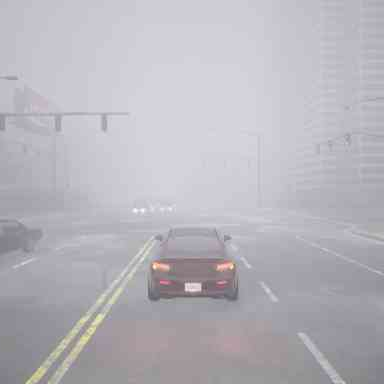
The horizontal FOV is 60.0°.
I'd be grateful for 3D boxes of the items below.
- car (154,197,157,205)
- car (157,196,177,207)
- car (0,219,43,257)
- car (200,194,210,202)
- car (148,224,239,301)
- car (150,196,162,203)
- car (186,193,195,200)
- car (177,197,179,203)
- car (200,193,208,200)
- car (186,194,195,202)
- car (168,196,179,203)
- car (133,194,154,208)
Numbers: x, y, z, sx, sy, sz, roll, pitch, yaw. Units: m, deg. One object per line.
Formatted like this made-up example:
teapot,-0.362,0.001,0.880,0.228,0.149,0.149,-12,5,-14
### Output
car,-7.338,1.601,57.721,1.895,1.301,4.718,0,0,0
car,-3.819,1.564,51.059,1.994,1.385,4.181,0,0,0
car,-6.926,1.601,10.991,1.895,1.301,4.718,0,0,2
car,3.154,1.515,78.021,2.128,1.511,4.902,0,0,0
car,0.028,1.526,8.212,1.812,1.442,4.674,0,0,0
car,-7.310,1.601,68.021,1.895,1.301,4.718,0,0,0
car,-0.392,1.184,88.293,2.097,1.767,4.553,0,0,0
car,-3.839,1.526,59.836,1.812,1.442,4.674,0,0,0
car,3.108,1.184,88.309,2.097,1.767,4.553,0,0,0
car,-0.347,1.584,78.388,1.895,1.301,4.718,0,0,0
car,-3.809,1.553,69.846,1.994,1.385,4.181,0,0,0
car,-7.310,1.491,48.450,2.128,1.511,4.902,0,0,0
